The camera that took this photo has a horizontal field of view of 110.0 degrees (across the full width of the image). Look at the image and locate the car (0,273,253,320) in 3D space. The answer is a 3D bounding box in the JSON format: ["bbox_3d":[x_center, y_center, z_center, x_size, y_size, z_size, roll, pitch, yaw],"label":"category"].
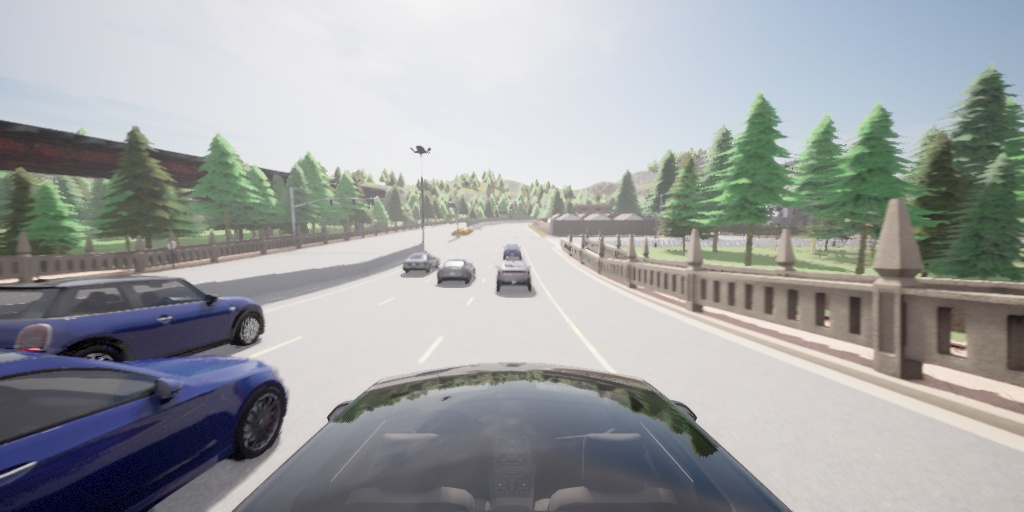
[{"bbox_3d":[-6.902,1.134,6.644,2.097,1.767,4.553,0,0,0],"label":"car"}]

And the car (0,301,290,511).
[{"bbox_3d":[-3.400,1.279,2.072,1.812,1.442,4.674,0,-1,0],"label":"car"}]

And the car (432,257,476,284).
[{"bbox_3d":[-3.416,0.854,22.524,1.994,1.385,4.181,0,4,0],"label":"car"}]

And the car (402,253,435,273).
[{"bbox_3d":[-6.932,0.442,27.722,2.033,1.411,5.357,0,5,0],"label":"car"}]

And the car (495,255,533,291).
[{"bbox_3d":[0.091,0.950,19.583,2.128,1.511,4.902,0,3,0],"label":"car"}]

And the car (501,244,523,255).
[{"bbox_3d":[0.016,-0.566,37.059,1.812,1.442,4.674,0,6,0],"label":"car"}]
